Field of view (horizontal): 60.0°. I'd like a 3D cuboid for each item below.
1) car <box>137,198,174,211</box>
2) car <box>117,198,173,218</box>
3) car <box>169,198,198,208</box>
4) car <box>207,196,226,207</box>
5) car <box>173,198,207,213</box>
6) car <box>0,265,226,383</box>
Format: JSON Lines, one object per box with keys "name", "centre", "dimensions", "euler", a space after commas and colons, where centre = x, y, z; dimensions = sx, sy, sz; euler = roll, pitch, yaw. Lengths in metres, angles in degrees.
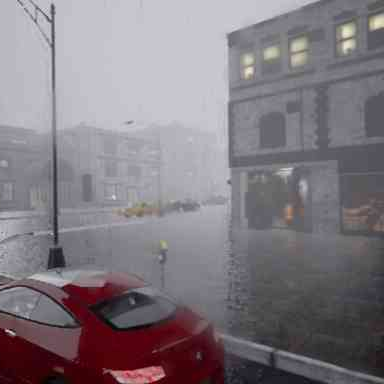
{"name": "car", "centre": [-4.515, 1.468, 41.477], "dimensions": [1.752, 1.417, 4.829], "euler": [-1, 0, 36]}
{"name": "car", "centre": [-4.057, 1.368, 27.872], "dimensions": [1.752, 1.417, 4.829], "euler": [-1, 0, 36]}
{"name": "car", "centre": [-1.158, 1.471, 46.087], "dimensions": [1.802, 1.307, 4.206], "euler": [-1, 0, 36]}
{"name": "car", "centre": [3.109, 1.299, 47.514], "dimensions": [1.837, 1.490, 4.892], "euler": [-2, -1, 36]}
{"name": "car", "centre": [-0.900, 1.343, 32.208], "dimensions": [2.008, 1.369, 4.403], "euler": [-1, 0, 36]}
{"name": "car", "centre": [-1.594, 1.606, 4.179], "dimensions": [4.206, 1.307, 1.802], "euler": [0, -1, 36]}
